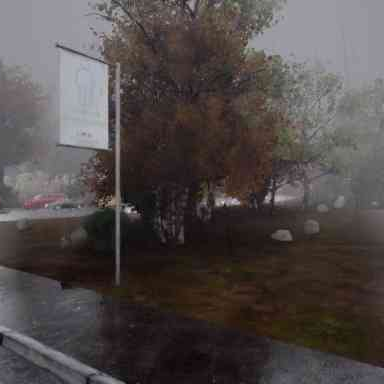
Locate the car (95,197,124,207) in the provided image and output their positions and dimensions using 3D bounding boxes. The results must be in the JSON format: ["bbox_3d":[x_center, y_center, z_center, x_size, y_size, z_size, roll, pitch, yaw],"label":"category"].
[{"bbox_3d":[-12.309,1.434,50.188,1.882,1.535,5.008,0,0,38],"label":"car"}]

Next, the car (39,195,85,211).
[{"bbox_3d":[-15.421,1.480,40.535,2.128,1.511,4.902,0,0,38],"label":"car"}]

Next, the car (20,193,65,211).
[{"bbox_3d":[-18.608,1.211,42.143,2.150,2.045,5.566,0,0,38],"label":"car"}]

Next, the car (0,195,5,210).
[{"bbox_3d":[-21.604,1.221,32.786,2.150,2.045,5.566,0,0,39],"label":"car"}]
